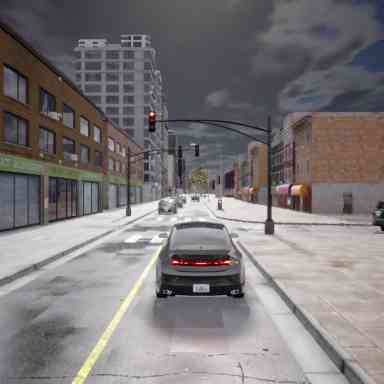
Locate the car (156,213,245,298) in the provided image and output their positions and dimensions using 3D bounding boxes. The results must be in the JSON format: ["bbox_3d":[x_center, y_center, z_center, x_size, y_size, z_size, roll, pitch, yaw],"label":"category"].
[{"bbox_3d":[0.174,1.505,8.485,1.837,1.490,4.892,0,0,0],"label":"car"}]

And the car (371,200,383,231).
[{"bbox_3d":[13.904,1.539,20.137,5.566,2.045,2.150,1,0,-1],"label":"car"}]

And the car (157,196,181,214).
[{"bbox_3d":[-2.527,1.491,35.141,2.128,1.511,4.902,0,0,0],"label":"car"}]

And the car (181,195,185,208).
[{"bbox_3d":[-2.404,1.348,46.977,2.097,1.767,4.553,0,0,1],"label":"car"}]

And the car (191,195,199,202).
[{"bbox_3d":[0.724,1.465,75.097,1.837,1.490,4.892,0,0,1],"label":"car"}]

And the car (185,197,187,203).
[{"bbox_3d":[-2.112,1.452,68.123,1.882,1.535,5.008,0,0,1],"label":"car"}]
